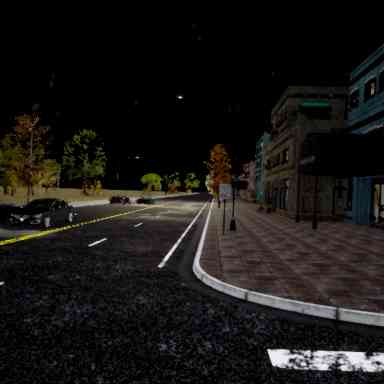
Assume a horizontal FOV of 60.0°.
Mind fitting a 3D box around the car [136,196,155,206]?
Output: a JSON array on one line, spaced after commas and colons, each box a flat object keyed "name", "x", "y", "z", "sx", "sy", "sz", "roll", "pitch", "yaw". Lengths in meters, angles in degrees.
[{"name": "car", "x": -6.506, "y": 1.223, "z": 46.727, "sx": 1.895, "sy": 1.301, "sz": 4.718, "roll": 2, "pitch": 0, "yaw": 5}]

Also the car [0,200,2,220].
[{"name": "car", "x": -11.760, "y": 1.102, "z": 19.169, "sx": 1.895, "sy": 1.301, "sz": 4.718, "roll": 2, "pitch": 0, "yaw": 4}]

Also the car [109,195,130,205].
[{"name": "car", "x": -9.850, "y": 1.052, "z": 45.631, "sx": 1.994, "sy": 1.385, "sz": 4.181, "roll": 2, "pitch": 0, "yaw": 5}]

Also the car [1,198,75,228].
[{"name": "car", "x": -8.489, "y": 1.141, "z": 19.344, "sx": 1.837, "sy": 1.490, "sz": 4.892, "roll": 2, "pitch": 0, "yaw": 4}]
